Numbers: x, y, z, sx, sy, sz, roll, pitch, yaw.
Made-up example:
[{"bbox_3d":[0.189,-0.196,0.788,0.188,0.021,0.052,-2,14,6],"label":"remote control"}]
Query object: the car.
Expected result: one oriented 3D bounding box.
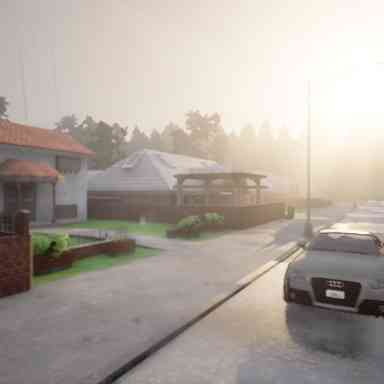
[{"bbox_3d":[3.422,1.562,7.417,1.994,1.385,4.181,0,0,29],"label":"car"}]
